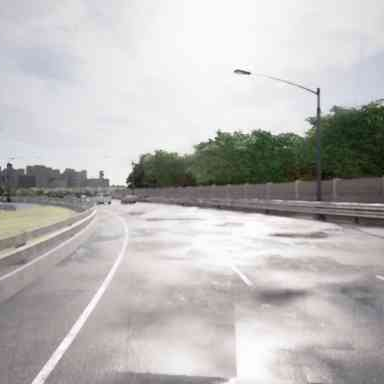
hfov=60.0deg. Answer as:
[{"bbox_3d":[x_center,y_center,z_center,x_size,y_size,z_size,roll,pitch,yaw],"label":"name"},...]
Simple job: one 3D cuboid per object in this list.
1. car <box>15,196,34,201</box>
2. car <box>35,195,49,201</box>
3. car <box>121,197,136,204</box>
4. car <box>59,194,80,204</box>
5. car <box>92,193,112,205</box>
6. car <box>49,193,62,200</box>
[{"bbox_3d":[-41.379,1.678,81.149,5.357,1.411,2.033,0,0,36],"label":"car"},{"bbox_3d":[-38.636,1.672,83.462,4.181,1.385,1.994,0,0,36],"label":"car"},{"bbox_3d":[-11.887,1.555,62.158,1.994,1.385,4.181,0,0,-26],"label":"car"},{"bbox_3d":[-23.335,1.602,64.274,2.033,1.411,5.357,0,0,-40],"label":"car"},{"bbox_3d":[-16.527,1.241,61.021,2.150,2.045,5.566,0,0,-36],"label":"car"},{"bbox_3d":[-35.248,1.323,85.306,5.566,2.045,2.150,0,0,36],"label":"car"}]
